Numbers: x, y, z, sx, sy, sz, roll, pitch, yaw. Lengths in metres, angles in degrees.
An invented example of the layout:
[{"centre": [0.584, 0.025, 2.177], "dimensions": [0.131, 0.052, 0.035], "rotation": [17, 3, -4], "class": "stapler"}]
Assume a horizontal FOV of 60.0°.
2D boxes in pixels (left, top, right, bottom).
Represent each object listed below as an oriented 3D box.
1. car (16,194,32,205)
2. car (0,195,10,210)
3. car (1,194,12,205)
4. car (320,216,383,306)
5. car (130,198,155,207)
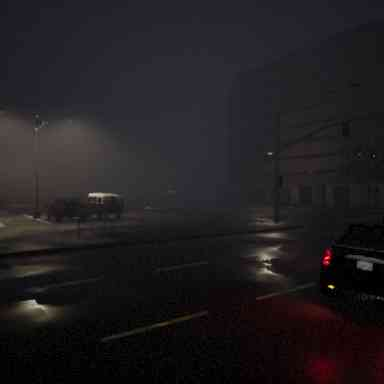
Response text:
[{"centre": [-29.371, 1.217, 58.126], "dimensions": [1.932, 1.855, 4.605], "rotation": [0, 0, -35], "class": "car"}, {"centre": [-23.940, 1.455, 40.660], "dimensions": [1.970, 1.475, 3.806], "rotation": [0, 0, -35], "class": "car"}, {"centre": [-31.770, 1.218, 56.507], "dimensions": [1.905, 1.878, 3.866], "rotation": [0, 0, -35], "class": "car"}, {"centre": [4.875, 1.359, 7.271], "dimensions": [4.553, 1.767, 2.097], "rotation": [0, 0, -35], "class": "car"}, {"centre": [-7.773, 1.624, 51.786], "dimensions": [2.033, 1.411, 5.357], "rotation": [0, 0, -35], "class": "car"}]
